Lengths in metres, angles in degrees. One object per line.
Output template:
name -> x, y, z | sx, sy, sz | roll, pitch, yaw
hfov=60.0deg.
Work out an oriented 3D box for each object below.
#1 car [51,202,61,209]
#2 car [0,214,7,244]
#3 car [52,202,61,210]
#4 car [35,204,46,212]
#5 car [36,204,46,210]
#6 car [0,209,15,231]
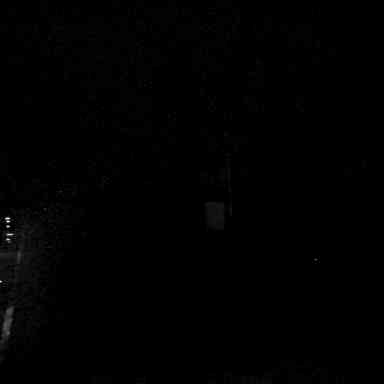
car -> -35.779, 3.495, 87.535 | 2.097, 1.767, 4.553 | -3, 0, -22
car -> -10.854, 2.175, 17.069 | 1.812, 1.442, 4.674 | -3, 0, -26
car -> -31.715, 3.483, 77.725 | 2.033, 1.411, 5.357 | -3, 0, -23
car -> -34.923, 3.719, 76.346 | 1.895, 1.301, 4.718 | -3, 0, -23
car -> -38.875, 3.822, 85.887 | 2.128, 1.511, 4.902 | -3, 0, -22
car -> -16.163, 2.323, 27.910 | 2.097, 1.767, 4.553 | -3, 0, -25
